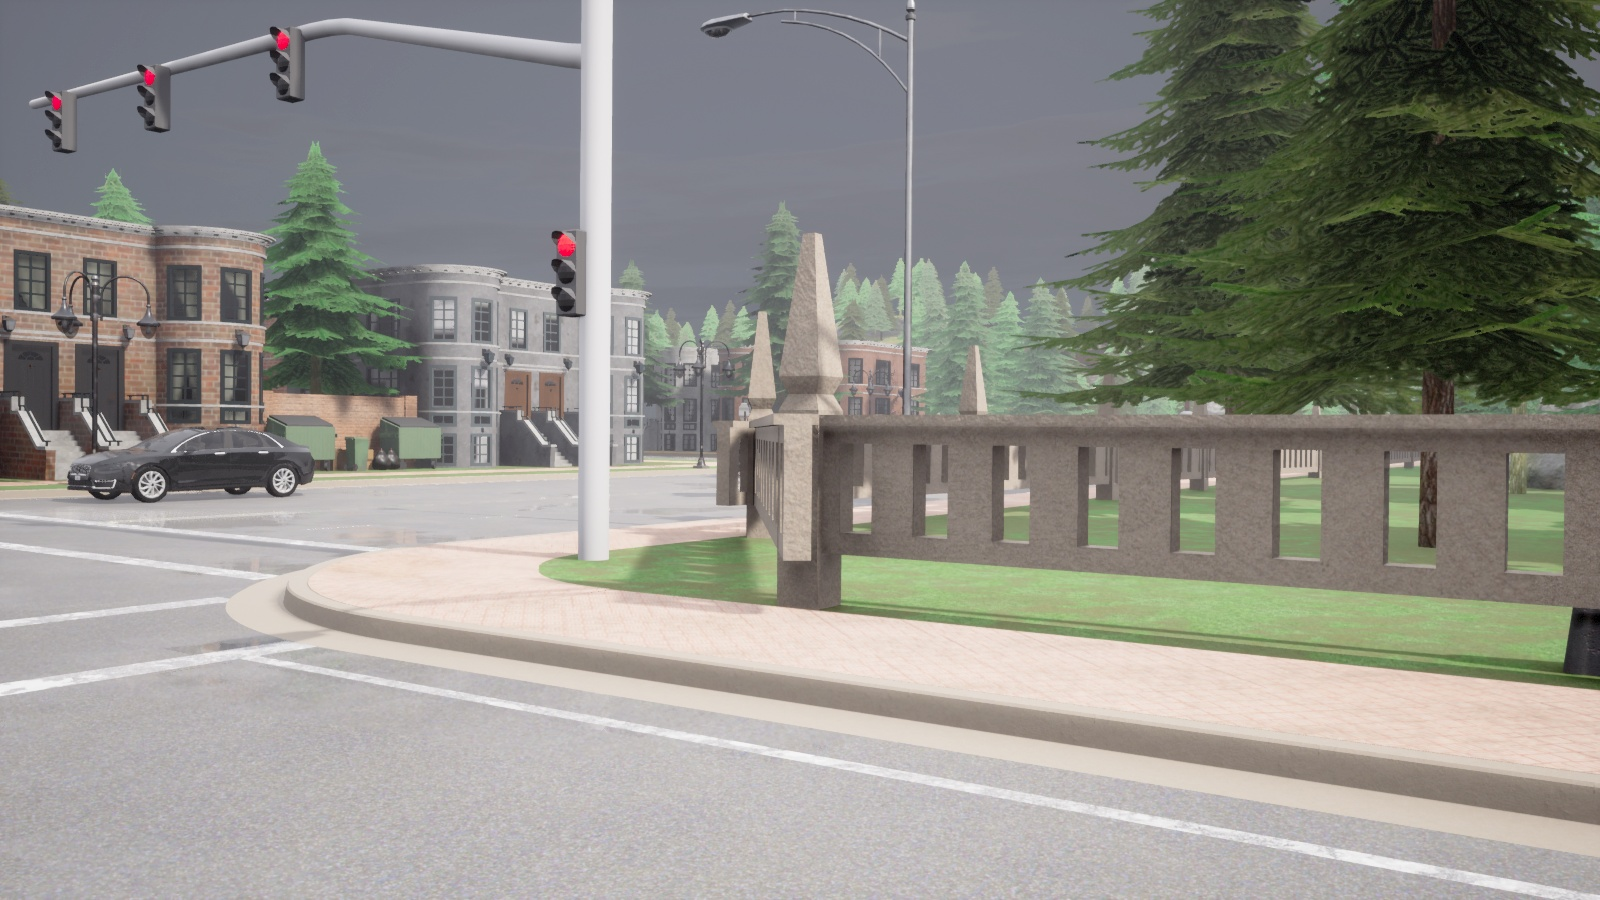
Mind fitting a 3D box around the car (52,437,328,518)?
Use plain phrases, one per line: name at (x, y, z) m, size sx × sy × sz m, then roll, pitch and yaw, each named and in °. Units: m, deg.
car at (-12.508, 0.493, 26.110) m, size 1.837 × 1.490 × 4.892 m, roll 0°, pitch 1°, yaw 34°
